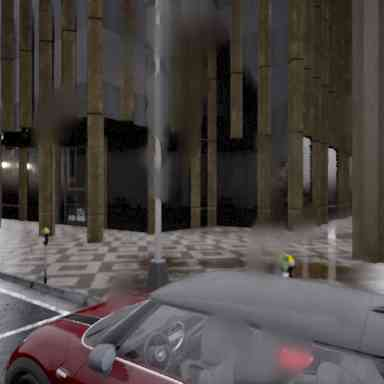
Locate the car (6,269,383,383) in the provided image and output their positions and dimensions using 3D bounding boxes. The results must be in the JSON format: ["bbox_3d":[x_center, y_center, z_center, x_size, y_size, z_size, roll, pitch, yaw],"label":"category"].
[{"bbox_3d":[0.175,1.439,2.839,4.097,1.590,1.967,0,0,36],"label":"car"}]
